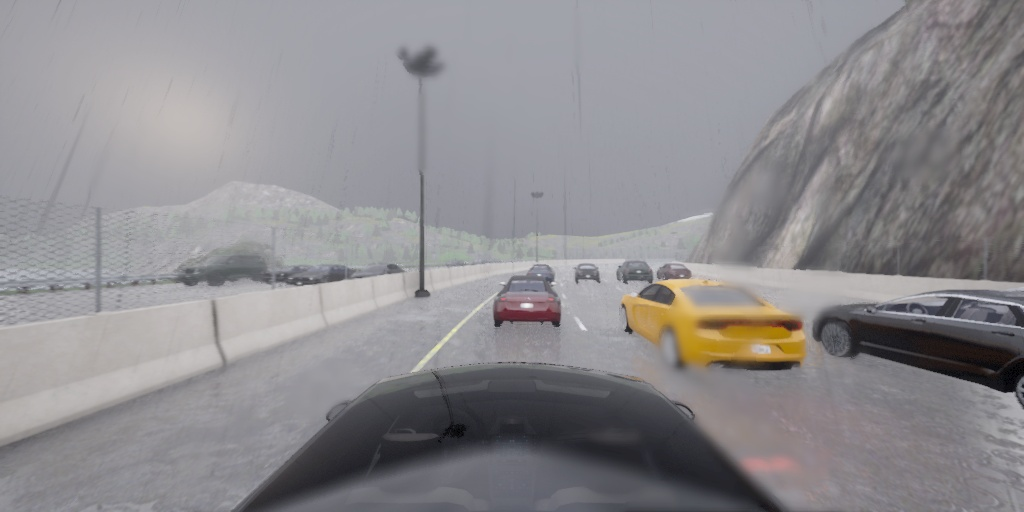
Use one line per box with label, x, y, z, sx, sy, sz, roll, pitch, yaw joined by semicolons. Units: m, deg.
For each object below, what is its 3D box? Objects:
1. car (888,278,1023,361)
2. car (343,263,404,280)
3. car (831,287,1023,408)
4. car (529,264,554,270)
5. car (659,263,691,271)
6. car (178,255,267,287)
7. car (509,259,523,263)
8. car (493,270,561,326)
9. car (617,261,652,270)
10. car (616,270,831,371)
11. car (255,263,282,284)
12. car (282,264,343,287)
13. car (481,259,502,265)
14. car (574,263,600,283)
car;10.764;1.303;7.099;1.812;1.442;4.674;0;0;2
car;-9.012;1.245;24.402;1.837;1.490;4.892;0;0;7
car;7.236;1.260;5.550;2.128;1.511;4.902;0;0;1
car;2.260;1.331;27.673;1.994;1.385;4.181;0;0;9
car;13.131;1.319;29.176;1.812;1.442;4.674;0;0;10
car;-19.551;0.939;24.752;2.150;2.045;5.566;0;0;7
car;0.643;1.258;64.066;1.882;1.535;5.008;0;0;20
car;0.516;1.320;11.758;1.994;1.385;4.181;0;0;3
car;9.323;1.135;27.505;2.097;1.767;4.553;0;0;9
car;3.804;1.239;7.808;1.882;1.535;5.008;0;0;2
car;-15.838;1.326;26.277;1.895;1.301;4.718;0;0;8
car;-12.562;1.279;24.425;2.033;1.411;5.357;0;0;7
car;-3.247;1.275;63.537;1.837;1.490;4.892;0;0;20
car;5.924;1.302;28.463;1.812;1.442;4.674;0;0;9
